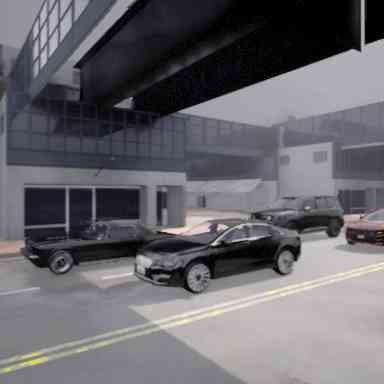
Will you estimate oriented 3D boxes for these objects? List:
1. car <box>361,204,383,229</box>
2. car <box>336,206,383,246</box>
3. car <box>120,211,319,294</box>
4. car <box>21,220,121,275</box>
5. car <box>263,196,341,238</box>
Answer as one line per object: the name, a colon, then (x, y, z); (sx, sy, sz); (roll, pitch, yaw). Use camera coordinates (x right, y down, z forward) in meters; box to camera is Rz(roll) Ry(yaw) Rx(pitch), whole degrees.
car: (13.717, 1.535, 22.308); (5.357, 1.411, 2.033); (0, 0, -35)
car: (8.620, 1.469, 14.395); (5.008, 1.535, 1.882); (0, 0, -35)
car: (0.877, 1.487, 8.883); (4.902, 1.511, 2.128); (0, 0, -34)
car: (-2.774, 1.596, 10.599); (4.718, 1.301, 1.895); (0, 0, -35)
car: (5.193, 1.213, 16.246); (5.566, 2.045, 2.150); (0, 0, -35)
